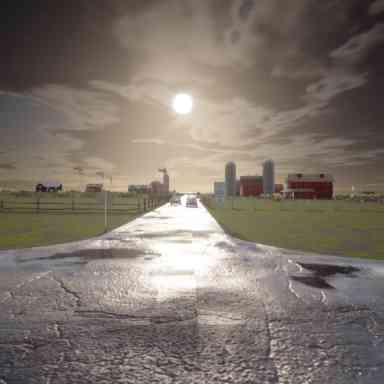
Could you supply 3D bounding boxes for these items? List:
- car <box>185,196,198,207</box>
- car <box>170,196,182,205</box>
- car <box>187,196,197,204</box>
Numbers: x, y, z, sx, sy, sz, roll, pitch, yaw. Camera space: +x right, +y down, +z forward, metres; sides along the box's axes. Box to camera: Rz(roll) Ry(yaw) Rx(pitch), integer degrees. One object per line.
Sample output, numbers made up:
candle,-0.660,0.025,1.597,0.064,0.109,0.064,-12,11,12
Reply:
car,-0.053,1.572,53.053,2.033,1.411,5.357,0,0,0
car,-2.811,1.534,58.469,1.837,1.490,4.892,0,0,0
car,-0.065,1.509,63.474,1.882,1.535,5.008,0,0,0
